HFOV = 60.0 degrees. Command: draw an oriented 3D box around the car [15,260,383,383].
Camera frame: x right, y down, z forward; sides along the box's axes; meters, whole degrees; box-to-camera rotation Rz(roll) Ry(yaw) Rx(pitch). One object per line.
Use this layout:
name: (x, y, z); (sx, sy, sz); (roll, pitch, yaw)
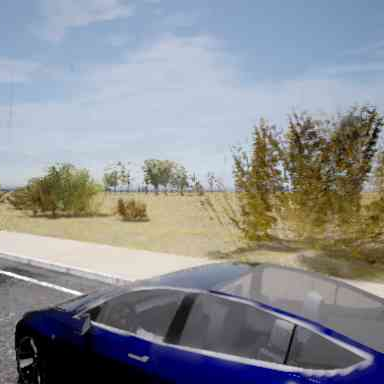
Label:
car: (0.091, 1.504, 3.497); (4.792, 1.488, 2.163); (0, 0, 35)
